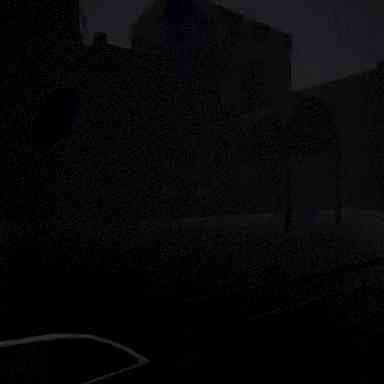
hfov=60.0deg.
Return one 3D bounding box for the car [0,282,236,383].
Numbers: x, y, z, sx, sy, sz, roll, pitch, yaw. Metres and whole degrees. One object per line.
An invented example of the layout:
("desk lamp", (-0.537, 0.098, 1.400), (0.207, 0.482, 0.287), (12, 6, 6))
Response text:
("car", (-1.914, 1.492, 2.013), (4.902, 1.511, 2.128), (0, 0, -35))
